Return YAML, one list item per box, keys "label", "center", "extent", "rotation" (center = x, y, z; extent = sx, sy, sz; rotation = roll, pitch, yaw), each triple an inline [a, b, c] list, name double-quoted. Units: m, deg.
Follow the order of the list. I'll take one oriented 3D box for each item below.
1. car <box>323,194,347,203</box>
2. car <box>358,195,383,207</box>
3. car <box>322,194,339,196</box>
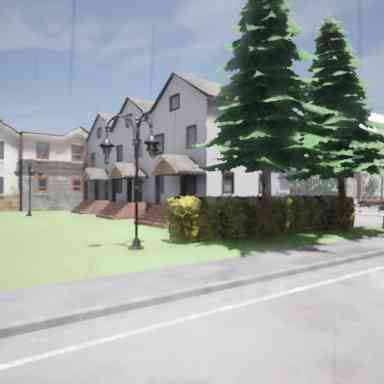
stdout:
- label: "car"
  center: [31.925, 1.479, 74.494]
  extent: [1.932, 1.855, 4.605]
  rotation: [0, 0, -36]
- label: "car"
  center: [27.032, 1.376, 49.045]
  extent: [1.932, 1.855, 4.605]
  rotation: [0, 0, -36]
- label: "car"
  center: [29.808, 1.442, 72.462]
  extent: [1.905, 1.878, 3.866]
  rotation: [0, 0, -36]
